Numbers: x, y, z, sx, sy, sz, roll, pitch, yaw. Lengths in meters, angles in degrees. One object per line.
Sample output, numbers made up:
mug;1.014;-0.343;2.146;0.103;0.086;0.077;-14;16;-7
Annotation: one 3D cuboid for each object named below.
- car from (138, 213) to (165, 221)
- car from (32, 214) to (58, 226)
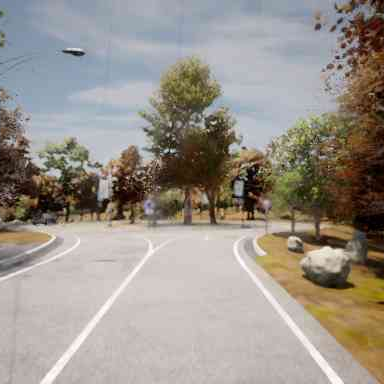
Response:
car;-7.367;4.610;61.110;4.892;1.490;1.837;2;-4;-12
car;-19.472;3.695;44.329;1.837;1.490;4.892;-1;-4;0
